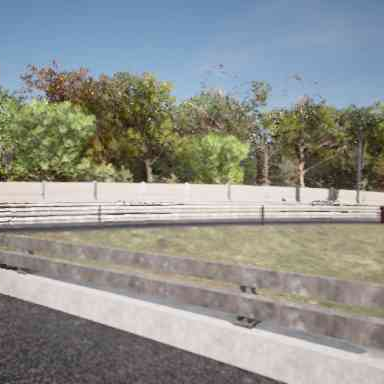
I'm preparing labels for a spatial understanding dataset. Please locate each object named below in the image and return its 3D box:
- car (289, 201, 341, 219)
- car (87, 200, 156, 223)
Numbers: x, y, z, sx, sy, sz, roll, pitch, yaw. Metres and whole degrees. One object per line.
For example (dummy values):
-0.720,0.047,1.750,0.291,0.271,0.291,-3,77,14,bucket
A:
11.021,1.555,29.854,4.902,1.511,2.128,2,0,-19,car
-5.065,1.300,24.230,4.902,1.511,2.128,0,0,-19,car
